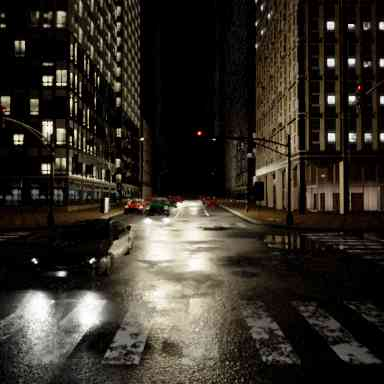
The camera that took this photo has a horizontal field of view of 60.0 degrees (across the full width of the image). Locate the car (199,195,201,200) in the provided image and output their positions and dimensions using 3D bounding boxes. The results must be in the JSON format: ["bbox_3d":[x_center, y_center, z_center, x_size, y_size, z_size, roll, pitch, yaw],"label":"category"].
[{"bbox_3d":[2.796,1.590,61.768,1.947,1.339,4.313,1,0,0],"label":"car"}]

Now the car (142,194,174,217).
[{"bbox_3d":[-3.054,1.363,30.826,2.097,1.767,4.553,0,0,0],"label":"car"}]

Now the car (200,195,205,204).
[{"bbox_3d":[2.789,1.547,56.361,1.752,1.417,4.829,1,0,0],"label":"car"}]

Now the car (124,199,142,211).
[{"bbox_3d":[-5.623,1.453,33.835,1.967,1.590,4.097,1,0,0],"label":"car"}]

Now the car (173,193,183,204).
[{"bbox_3d":[-2.915,1.251,63.651,2.150,2.045,5.566,0,0,0],"label":"car"}]

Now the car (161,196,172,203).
[{"bbox_3d":[-5.567,1.573,72.861,1.887,1.381,4.507,1,0,0],"label":"car"}]

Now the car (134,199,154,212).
[{"bbox_3d":[-5.618,1.597,39.411,1.802,1.307,4.206,1,0,0],"label":"car"}]

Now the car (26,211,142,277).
[{"bbox_3d":[-3.085,1.551,10.515,2.033,1.411,5.357,0,0,0],"label":"car"}]

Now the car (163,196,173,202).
[{"bbox_3d":[-5.558,1.582,78.436,2.008,1.369,4.403,1,0,0],"label":"car"}]

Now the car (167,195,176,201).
[{"bbox_3d":[-5.542,1.587,89.587,2.008,1.369,4.403,1,0,0],"label":"car"}]

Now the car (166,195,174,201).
[{"bbox_3d":[-5.550,1.578,84.012,1.887,1.381,4.507,1,0,0],"label":"car"}]

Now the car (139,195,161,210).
[{"bbox_3d":[-5.604,1.332,44.986,2.192,1.841,5.009,1,0,0],"label":"car"}]

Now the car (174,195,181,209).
[{"bbox_3d":[-3.024,1.566,47.296,2.033,1.411,5.357,0,0,0],"label":"car"}]

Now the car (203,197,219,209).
[{"bbox_3d":[2.770,1.599,45.035,1.802,1.307,4.206,1,0,0],"label":"car"}]
